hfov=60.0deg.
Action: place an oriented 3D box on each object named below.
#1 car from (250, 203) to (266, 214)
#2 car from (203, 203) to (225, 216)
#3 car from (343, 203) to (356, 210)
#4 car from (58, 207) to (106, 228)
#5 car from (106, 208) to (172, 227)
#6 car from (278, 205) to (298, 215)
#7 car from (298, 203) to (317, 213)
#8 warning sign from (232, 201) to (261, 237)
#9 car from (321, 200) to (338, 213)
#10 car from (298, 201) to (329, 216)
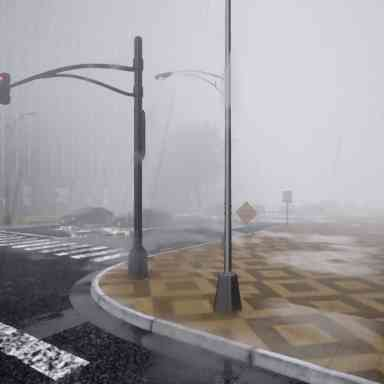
[{"bbox_3d":[8.231,2.255,44.156,2.128,1.511,4.902,0,-1,33],"label":"car"},{"bbox_3d":[3.253,2.189,42.438,1.837,1.490,4.892,0,-1,33],"label":"car"},{"bbox_3d":[31.294,2.837,65.824,1.812,1.442,4.674,0,-1,33],"label":"car"},{"bbox_3d":[-7.808,1.845,25.199,1.812,1.442,4.674,0,-1,31],"label":"car"},{"bbox_3d":[-3.688,1.916,25.615,2.033,1.411,5.357,0,-1,33],"label":"car"},{"bbox_3d":[13.573,2.450,46.230,1.895,1.301,4.718,0,-1,33],"label":"car"},{"bbox_3d":[19.008,2.593,54.795,1.994,1.385,4.181,0,-1,33],"label":"car"},{"bbox_3d":[3.050,1.454,18.585,1.300,1.860,1.060,1,1,33],"label":"warning sign"},{"bbox_3d":[21.762,2.254,53.069,2.150,2.045,5.566,0,-1,33],"label":"car"},{"bbox_3d":[16.242,2.343,44.378,2.128,1.511,4.902,0,-1,33],"label":"car"}]
